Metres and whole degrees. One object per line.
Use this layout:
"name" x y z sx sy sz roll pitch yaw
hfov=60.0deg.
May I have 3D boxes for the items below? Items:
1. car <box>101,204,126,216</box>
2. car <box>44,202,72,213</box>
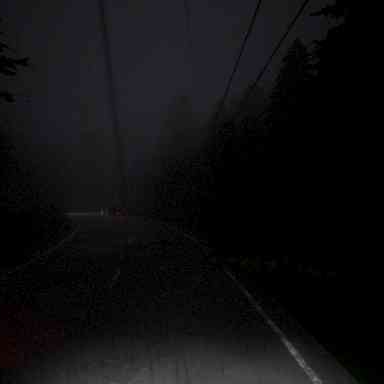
"car" -9.277 2.055 38.854 1.895 1.301 4.718 0 -1 -27
"car" -18.028 2.044 44.610 4.902 1.511 2.128 -1 -1 38
